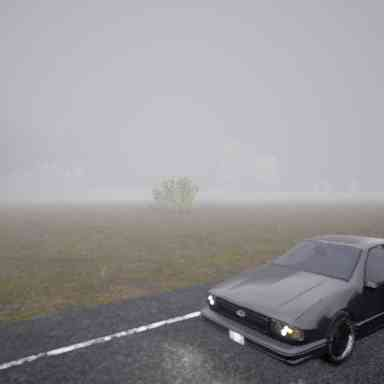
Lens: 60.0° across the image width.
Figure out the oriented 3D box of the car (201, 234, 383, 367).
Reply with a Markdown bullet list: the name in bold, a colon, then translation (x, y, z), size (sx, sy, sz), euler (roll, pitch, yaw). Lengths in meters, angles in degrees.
- **car**: translation (2.753, 1.522, 5.954), size (5.357, 1.411, 2.033), euler (0, 0, -36)
